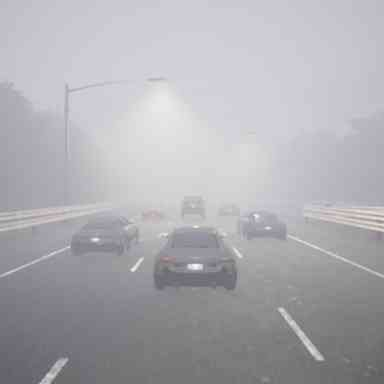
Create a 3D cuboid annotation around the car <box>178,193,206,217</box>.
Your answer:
[{"bbox_3d":[0.100,1.382,31.608,2.150,2.045,5.566,0,0,0],"label":"car"}]

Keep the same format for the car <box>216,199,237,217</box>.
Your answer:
[{"bbox_3d":[3.597,1.727,33.351,1.994,1.385,4.181,0,0,0],"label":"car"}]

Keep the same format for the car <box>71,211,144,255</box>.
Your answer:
[{"bbox_3d":[-3.407,1.664,13.734,1.994,1.385,4.181,0,0,0],"label":"car"}]

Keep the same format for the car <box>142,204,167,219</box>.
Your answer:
[{"bbox_3d":[-3.400,1.761,30.904,1.895,1.301,4.718,0,0,0],"label":"car"}]

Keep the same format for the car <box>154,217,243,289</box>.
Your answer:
[{"bbox_3d":[0.084,1.637,9.384,1.994,1.385,4.181,0,0,0],"label":"car"}]

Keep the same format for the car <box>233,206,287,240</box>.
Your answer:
[{"bbox_3d":[3.597,1.687,17.701,1.994,1.385,4.181,0,0,0],"label":"car"}]
